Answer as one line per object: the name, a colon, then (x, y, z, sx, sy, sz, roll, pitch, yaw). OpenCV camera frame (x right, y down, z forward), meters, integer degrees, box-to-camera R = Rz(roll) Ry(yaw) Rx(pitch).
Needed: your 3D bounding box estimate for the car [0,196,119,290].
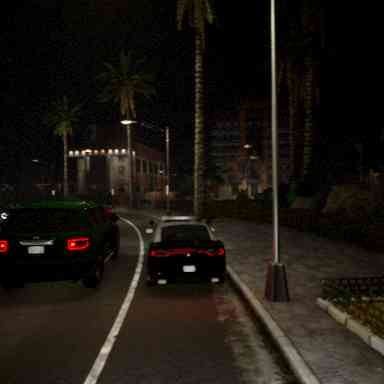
car: (-3.451, 1.280, 9.519, 2.150, 2.045, 5.566, 0, 0, -5)

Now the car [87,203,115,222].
car: (-8.021, 1.716, 29.011, 1.994, 1.385, 4.181, 0, 0, -20)

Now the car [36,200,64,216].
car: (-15.745, 1.730, 36.802, 2.128, 1.511, 4.902, 0, 0, -31)

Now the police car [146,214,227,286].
police car: (-0.306, 1.456, 9.721, 1.930, 1.638, 5.238, -1, 0, -5)

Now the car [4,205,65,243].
car: (-8.342, 1.600, 18.111, 1.882, 1.535, 5.008, 0, 0, -12)
